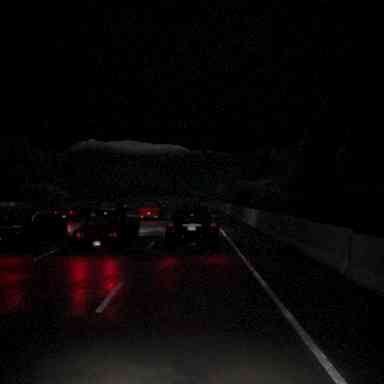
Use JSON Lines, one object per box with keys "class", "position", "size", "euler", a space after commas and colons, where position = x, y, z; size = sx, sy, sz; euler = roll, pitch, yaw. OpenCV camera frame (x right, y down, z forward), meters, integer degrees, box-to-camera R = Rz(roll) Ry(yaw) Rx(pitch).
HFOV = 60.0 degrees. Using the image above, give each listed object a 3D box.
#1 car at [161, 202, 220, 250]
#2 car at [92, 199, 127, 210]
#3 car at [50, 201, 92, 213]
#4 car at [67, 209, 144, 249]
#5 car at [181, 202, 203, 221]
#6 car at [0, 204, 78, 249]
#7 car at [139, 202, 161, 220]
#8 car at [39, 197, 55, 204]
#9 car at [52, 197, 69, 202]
{"class": "car", "position": [0.000, 1.377, 14.425], "size": [2.097, 1.767, 4.553], "euler": [0, 0, 0]}
{"class": "car", "position": [-7.000, 1.599, 29.468], "size": [1.882, 1.535, 5.008], "euler": [0, -1, 0]}
{"class": "car", "position": [-10.500, 1.730, 29.497], "size": [1.895, 1.301, 4.718], "euler": [0, -1, 0]}
{"class": "car", "position": [-3.500, 1.626, 14.484], "size": [1.895, 1.301, 4.718], "euler": [0, 0, 0]}
{"class": "car", "position": [0.000, 1.631, 29.468], "size": [1.837, 1.490, 4.892], "euler": [0, -1, 0]}
{"class": "car", "position": [-7.000, 1.504, 14.454], "size": [2.128, 1.511, 4.902], "euler": [0, 0, 0]}
{"class": "car", "position": [-3.500, 1.600, 29.469], "size": [1.882, 1.535, 5.008], "euler": [0, -1, 0]}
{"class": "car", "position": [-31.501, 2.132, 72.995], "size": [2.150, 2.045, 5.566], "euler": [0, -2, 0]}
{"class": "car", "position": [-28.001, 2.433, 73.017], "size": [2.128, 1.511, 4.902], "euler": [0, -2, 0]}
